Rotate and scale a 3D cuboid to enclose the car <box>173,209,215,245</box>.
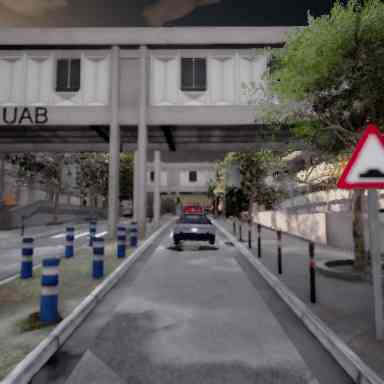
[{"bbox_3d":[0.104,1.736,16.783,1.994,1.385,4.181,0,-2,0],"label":"car"}]

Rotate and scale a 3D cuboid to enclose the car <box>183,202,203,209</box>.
[{"bbox_3d":[0.100,2.264,40.105,2.150,2.045,5.566,0,-3,0],"label":"car"}]
